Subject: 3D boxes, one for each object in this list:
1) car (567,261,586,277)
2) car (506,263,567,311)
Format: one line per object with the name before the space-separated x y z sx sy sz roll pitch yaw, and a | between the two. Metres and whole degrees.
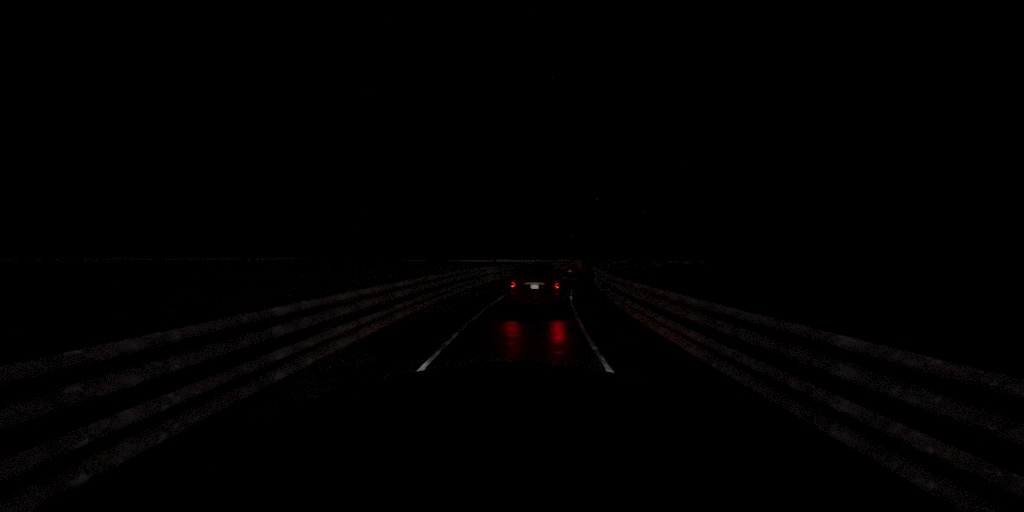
car | 6.533 1.307 37.497 1.882 1.535 5.008 0 0 20
car | 1.060 1.117 14.851 2.097 1.767 4.553 1 0 7
